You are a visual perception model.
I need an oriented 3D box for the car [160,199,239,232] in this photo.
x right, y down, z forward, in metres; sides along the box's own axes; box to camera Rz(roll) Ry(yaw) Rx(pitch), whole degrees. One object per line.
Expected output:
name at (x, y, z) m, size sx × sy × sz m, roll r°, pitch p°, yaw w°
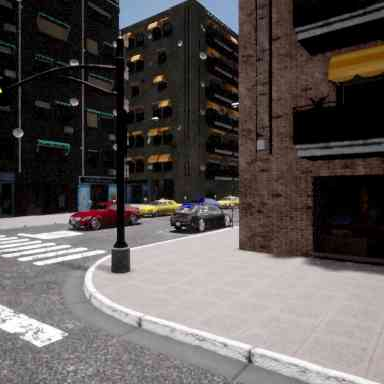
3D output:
car at (0.591, 1.333, 18.305) m, size 2.008 × 1.369 × 4.403 m, roll 1°, pitch 1°, yaw 36°

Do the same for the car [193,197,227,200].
car at (0.709, 1.221, 27.692) m, size 1.812 × 1.442 × 4.674 m, roll 0°, pitch 1°, yaw 36°

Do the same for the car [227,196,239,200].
car at (4.082, 1.111, 36.540) m, size 1.752 × 1.417 × 4.829 m, roll 1°, pitch 1°, yaw 36°

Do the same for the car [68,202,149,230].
car at (-5.011, 1.343, 19.788) m, size 1.812 × 1.442 × 4.674 m, roll 0°, pitch 1°, yaw 36°

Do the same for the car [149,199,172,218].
car at (-2.576, 1.252, 27.359) m, size 1.752 × 1.417 × 4.829 m, roll 1°, pitch 1°, yaw 36°
